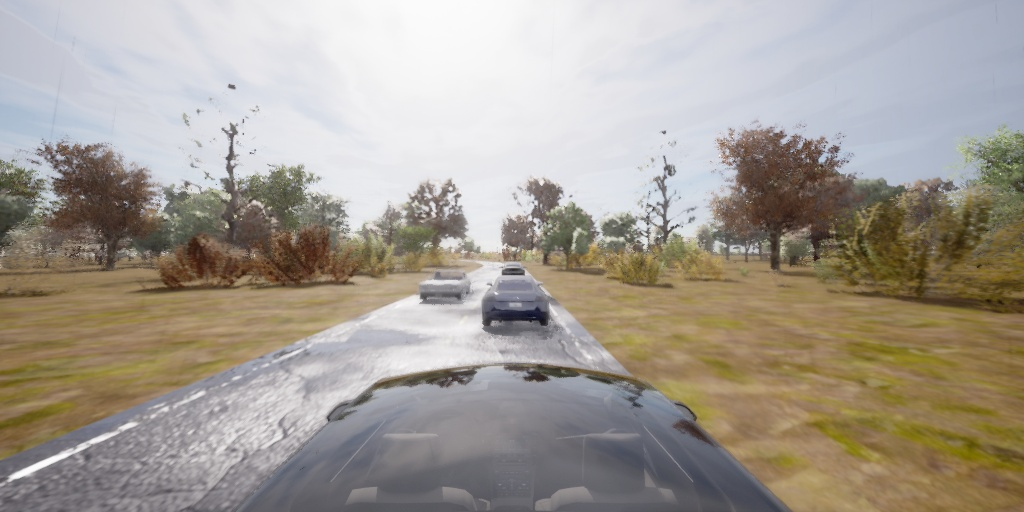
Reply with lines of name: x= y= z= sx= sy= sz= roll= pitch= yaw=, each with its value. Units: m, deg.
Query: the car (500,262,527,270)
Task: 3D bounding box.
car: x=0.104 y=1.254 z=29.384 sx=1.837 sy=1.490 sz=4.892 roll=0 pitch=0 yaw=0

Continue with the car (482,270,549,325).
car: x=0.101 y=1.316 z=11.853 sx=1.994 sy=1.385 sz=4.181 roll=0 pitch=0 yaw=0

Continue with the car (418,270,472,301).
car: x=-3.096 y=1.353 z=17.377 sx=1.895 sy=1.301 sz=4.718 roll=0 pitch=0 yaw=0
